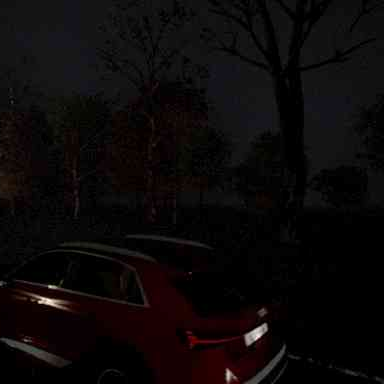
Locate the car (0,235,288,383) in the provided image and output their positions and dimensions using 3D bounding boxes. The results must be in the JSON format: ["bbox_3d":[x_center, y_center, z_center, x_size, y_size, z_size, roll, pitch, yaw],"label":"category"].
[{"bbox_3d":[-1.233,1.396,4.447,4.856,1.649,2.033,0,-1,35],"label":"car"}]
